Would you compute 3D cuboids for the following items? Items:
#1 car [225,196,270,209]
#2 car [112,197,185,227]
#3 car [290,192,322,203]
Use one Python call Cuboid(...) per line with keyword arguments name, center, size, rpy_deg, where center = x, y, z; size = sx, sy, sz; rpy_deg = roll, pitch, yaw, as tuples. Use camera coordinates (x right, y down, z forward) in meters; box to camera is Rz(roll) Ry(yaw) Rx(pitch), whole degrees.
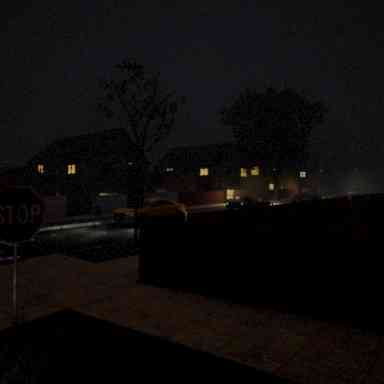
Cuboid(name="car", center=(4.899, 0.991, 29.068), size=(1.895, 1.301, 4.718), rpy_deg=(1, 2, 40))
Cuboid(name="car", center=(-2.529, 1.123, 20.326), size=(1.882, 1.535, 5.008), rpy_deg=(1, 2, 40))
Cuboid(name="car", center=(13.493, 0.651, 39.117), size=(2.033, 1.411, 5.357), rpy_deg=(1, 2, 41))
